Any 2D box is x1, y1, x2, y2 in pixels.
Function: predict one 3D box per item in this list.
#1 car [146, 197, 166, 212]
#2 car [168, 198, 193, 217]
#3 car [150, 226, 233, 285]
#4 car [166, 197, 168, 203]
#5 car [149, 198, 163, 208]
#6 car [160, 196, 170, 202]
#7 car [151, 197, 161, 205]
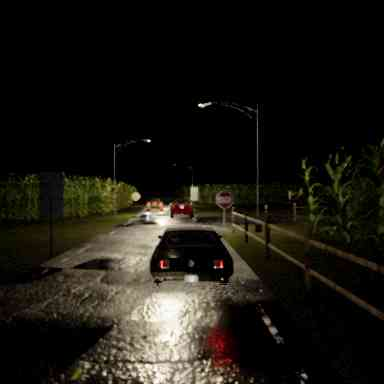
[{"bbox_3d":[-4.710,1.532,42.392,2.097,1.767,4.553,0,0,-5],"label":"car"},{"bbox_3d":[-1.037,1.465,32.215,2.097,1.767,4.553,0,-1,-3],"label":"car"},{"bbox_3d":[-0.053,1.636,9.584,1.895,1.301,4.718,0,0,-1],"label":"car"},{"bbox_3d":[-5.280,1.892,72.688,1.994,1.385,4.181,0,0,-8],"label":"car"},{"bbox_3d":[-5.903,1.733,54.737,2.128,1.511,4.902,0,0,-6],"label":"car"},{"bbox_3d":[-6.730,1.820,82.273,1.994,1.385,4.181,0,0,-9],"label":"car"},{"bbox_3d":[-7.593,1.864,69.394,2.033,1.411,5.357,0,0,-8],"label":"car"}]
